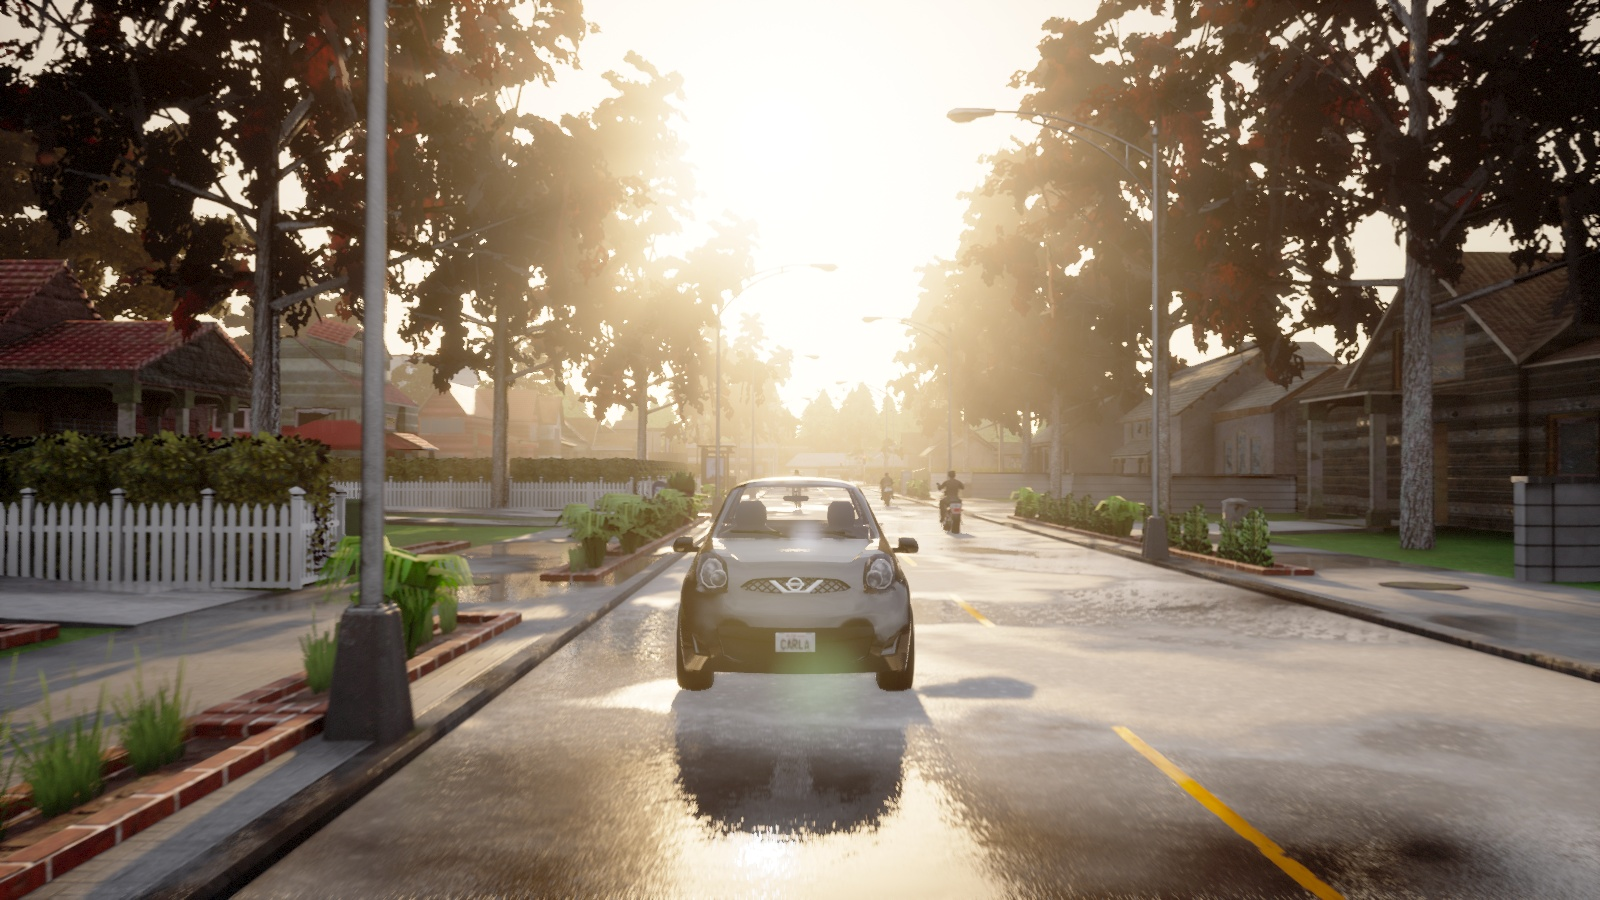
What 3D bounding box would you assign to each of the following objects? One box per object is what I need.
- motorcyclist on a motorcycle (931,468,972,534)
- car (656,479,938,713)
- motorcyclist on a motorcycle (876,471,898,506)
[{"bbox_3d":[3.919,1.297,32.684,0.766,1.649,2.350,0,-1,0],"label":"motorcyclist on a motorcycle"},{"bbox_3d":[-0.025,0.997,10.052,1.845,1.501,3.633,0,-1,0],"label":"car"},{"bbox_3d":[3.863,1.715,55.759,0.797,1.523,2.044,0,-1,0],"label":"motorcyclist on a motorcycle"}]
